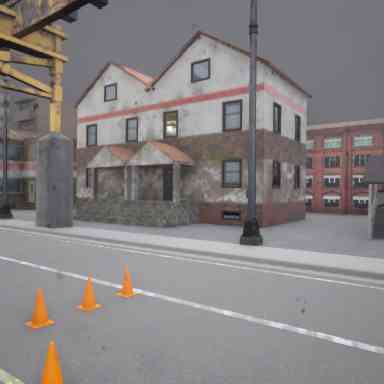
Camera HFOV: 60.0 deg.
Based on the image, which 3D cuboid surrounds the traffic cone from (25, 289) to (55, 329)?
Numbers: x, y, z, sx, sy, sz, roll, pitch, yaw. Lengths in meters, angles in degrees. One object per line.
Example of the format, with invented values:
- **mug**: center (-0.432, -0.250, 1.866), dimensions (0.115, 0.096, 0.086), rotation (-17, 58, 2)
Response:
- **traffic cone**: center (-2.583, 1.949, 5.654), dimensions (0.340, 0.580, 0.340), rotation (0, 0, 36)

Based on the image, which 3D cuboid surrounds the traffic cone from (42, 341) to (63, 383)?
- **traffic cone**: center (-1.546, 1.952, 3.673), dimensions (0.340, 0.580, 0.340), rotation (0, 0, 36)

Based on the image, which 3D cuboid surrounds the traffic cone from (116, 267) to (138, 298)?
- **traffic cone**: center (-1.413, 1.949, 7.276), dimensions (0.340, 0.580, 0.340), rotation (0, 0, 36)

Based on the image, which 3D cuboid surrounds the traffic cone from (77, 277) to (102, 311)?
- **traffic cone**: center (-1.998, 1.949, 6.465), dimensions (0.340, 0.580, 0.340), rotation (0, 0, 36)
